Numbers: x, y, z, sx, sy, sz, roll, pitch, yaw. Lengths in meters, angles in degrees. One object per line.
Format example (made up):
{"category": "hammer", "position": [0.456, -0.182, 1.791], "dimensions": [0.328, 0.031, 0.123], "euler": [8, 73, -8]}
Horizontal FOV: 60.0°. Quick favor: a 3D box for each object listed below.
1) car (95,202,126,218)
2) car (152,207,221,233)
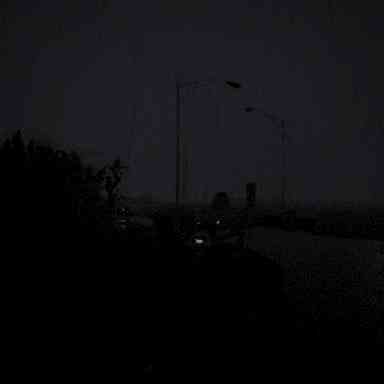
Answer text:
{"category": "car", "position": [-7.950, 1.654, 31.066], "dimensions": [1.895, 1.301, 4.718], "euler": [1, 0, -36]}
{"category": "car", "position": [-0.536, 1.641, 20.734], "dimensions": [2.033, 1.411, 5.357], "euler": [1, 0, -36]}
